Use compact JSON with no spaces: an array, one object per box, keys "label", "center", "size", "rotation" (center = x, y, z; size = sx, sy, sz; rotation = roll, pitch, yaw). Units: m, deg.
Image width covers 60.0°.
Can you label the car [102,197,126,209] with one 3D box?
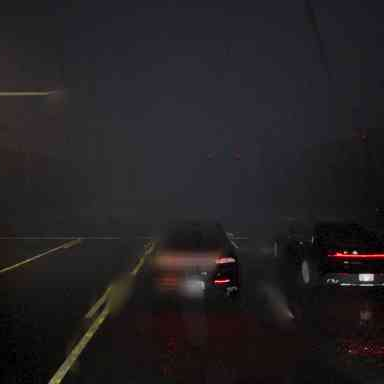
[{"label":"car","center":[-10.497,1.601,44.241],"size":[1.895,1.301,4.718],"rotation":[0,0,0]}]

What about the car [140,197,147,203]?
[{"label":"car","center":[-10.359,1.600,66.863],"size":[1.895,1.301,4.718],"rotation":[0,0,0]}]

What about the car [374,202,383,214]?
[{"label":"car","center":[18.108,1.061,28.274],"size":[4.902,1.511,2.128],"rotation":[-5,0,0]}]

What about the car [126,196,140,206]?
[{"label":"car","center":[-10.461,1.491,54.417],"size":[2.128,1.511,4.902],"rotation":[0,0,0]}]

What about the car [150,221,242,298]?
[{"label":"car","center":[0.095,1.492,8.476],"size":[2.128,1.511,4.902],"rotation":[0,0,0]}]

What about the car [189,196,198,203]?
[{"label":"car","center":[0.255,1.491,66.855],"size":[2.128,1.511,4.902],"rotation":[0,0,0]}]

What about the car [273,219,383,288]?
[{"label":"car","center":[3.600,1.505,9.240],"size":[1.837,1.490,4.892],"rotation":[0,0,1]}]
